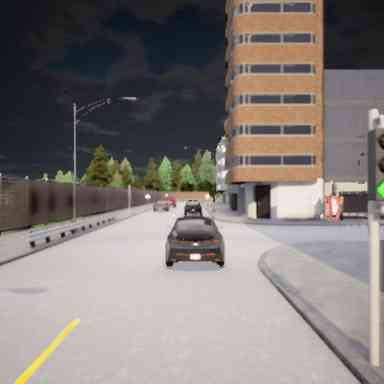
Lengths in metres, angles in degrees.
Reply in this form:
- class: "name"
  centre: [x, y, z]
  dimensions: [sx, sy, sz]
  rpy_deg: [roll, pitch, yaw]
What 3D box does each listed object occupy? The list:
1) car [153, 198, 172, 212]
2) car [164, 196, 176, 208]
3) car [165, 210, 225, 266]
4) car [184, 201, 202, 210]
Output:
- class: "car"
  centre: [-4.048, 1.871, 44.323]
  dimensions: [1.812, 1.442, 4.674]
  rpy_deg: [0, 0, 0]
- class: "car"
  centre: [-3.985, 1.681, 58.856]
  dimensions: [2.150, 2.045, 5.566]
  rpy_deg: [0, -1, 1]
- class: "car"
  centre: [0.099, 1.599, 11.843]
  dimensions: [1.837, 1.490, 4.892]
  rpy_deg: [0, 0, 0]
- class: "car"
  centre: [0.124, 1.769, 37.334]
  dimensions: [1.882, 1.535, 5.008]
  rpy_deg: [0, 0, 0]
